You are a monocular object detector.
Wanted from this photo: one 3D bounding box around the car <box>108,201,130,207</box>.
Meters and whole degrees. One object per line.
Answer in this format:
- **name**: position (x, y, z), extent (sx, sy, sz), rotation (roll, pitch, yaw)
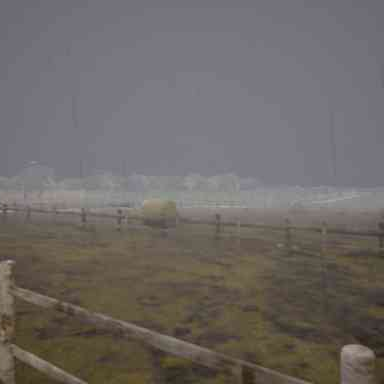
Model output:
- **car**: position (-14.875, 2.553, 67.700), extent (1.895, 1.301, 4.718), rotation (1, -1, 35)
